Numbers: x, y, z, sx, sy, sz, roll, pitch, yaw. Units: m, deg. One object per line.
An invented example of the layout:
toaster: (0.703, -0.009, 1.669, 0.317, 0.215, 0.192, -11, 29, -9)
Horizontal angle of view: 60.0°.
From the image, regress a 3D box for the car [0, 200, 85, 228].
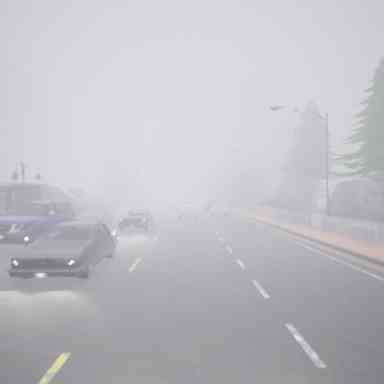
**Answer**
car: (-7.235, 1.425, 15.507, 2.150, 2.045, 5.566, 0, -1, 3)

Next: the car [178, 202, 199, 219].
car: (-0.360, 1.952, 33.571, 1.812, 1.442, 4.674, 0, -1, -1)

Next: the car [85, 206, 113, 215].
car: (-7.399, 1.860, 25.956, 1.812, 1.442, 4.674, 0, -1, 0)

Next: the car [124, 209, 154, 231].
car: (-3.802, 1.900, 23.324, 1.895, 1.301, 4.718, 0, -1, 0)

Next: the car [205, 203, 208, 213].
car: (2.964, 1.939, 46.389, 2.097, 1.767, 4.553, 0, -1, 0)

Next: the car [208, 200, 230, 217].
car: (3.107, 1.999, 37.376, 1.812, 1.442, 4.674, 0, -1, 0)

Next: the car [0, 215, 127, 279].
car: (-3.723, 1.688, 10.795, 2.033, 1.411, 5.357, 0, -1, -1)

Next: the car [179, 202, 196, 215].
car: (-0.534, 2.039, 43.084, 2.128, 1.511, 4.902, 0, -1, 0)
